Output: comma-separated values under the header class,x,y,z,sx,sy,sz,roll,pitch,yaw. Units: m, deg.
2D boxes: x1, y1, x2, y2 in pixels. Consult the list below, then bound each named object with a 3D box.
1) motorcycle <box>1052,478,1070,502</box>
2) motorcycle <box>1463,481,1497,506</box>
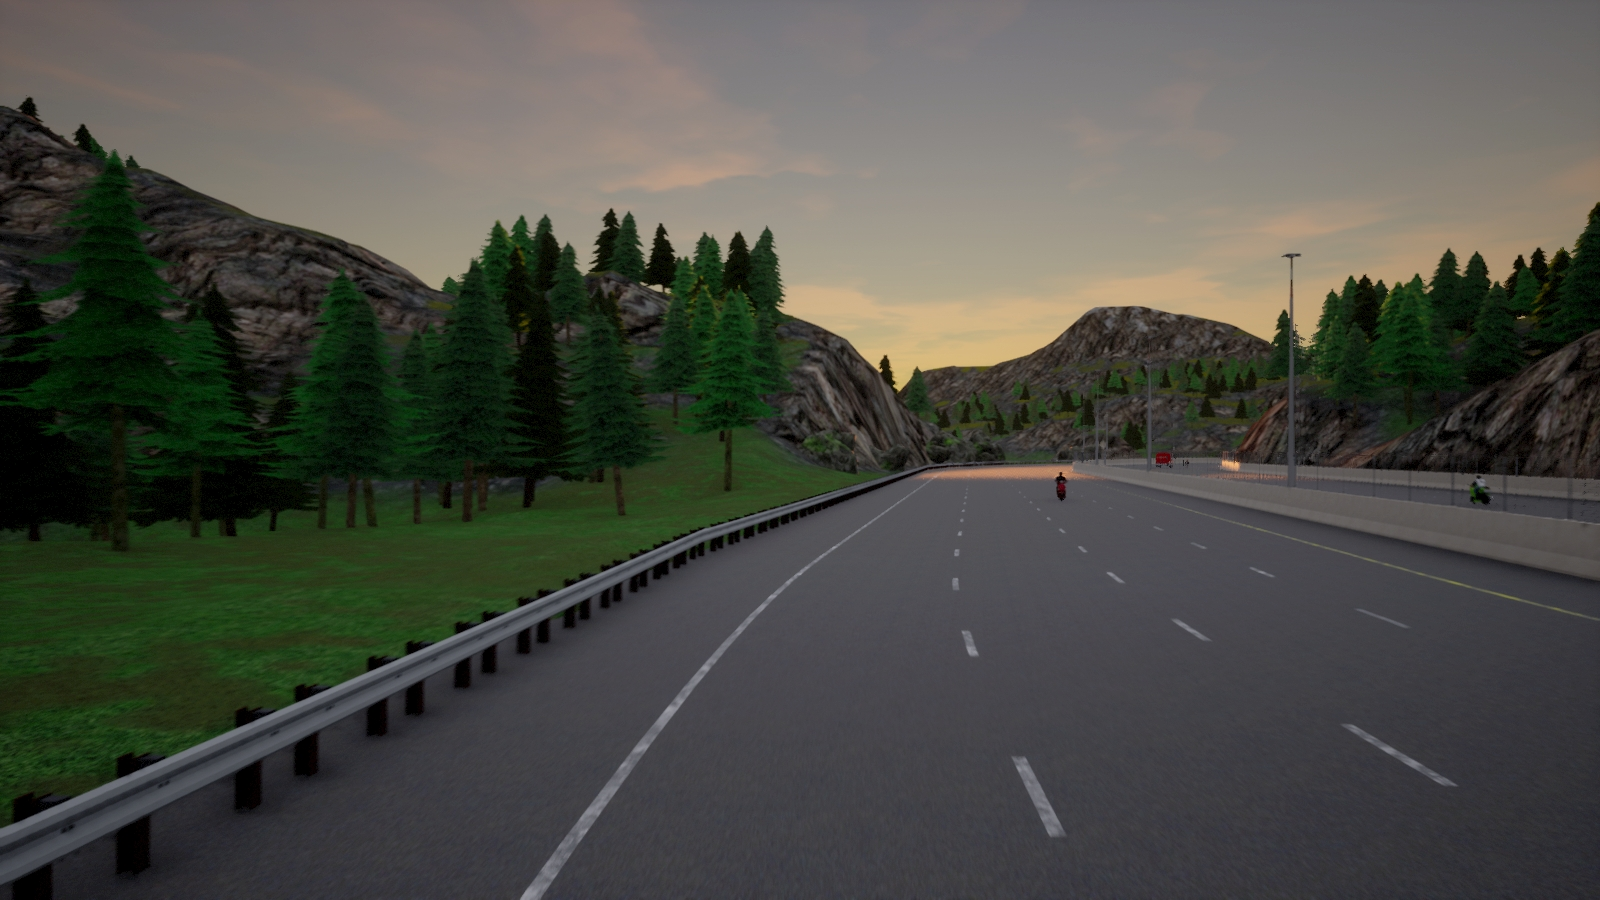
class,x,y,z,sx,sy,sz,roll,pitch,yaw
motorcycle,14.493,2.199,63.423,0.856,1.236,1.805,0,0,9
motorcycle,35.045,2.220,58.917,0.803,1.217,2.033,0,0,9
